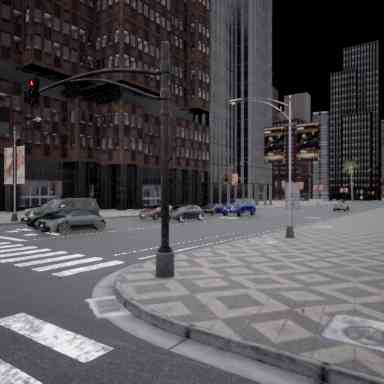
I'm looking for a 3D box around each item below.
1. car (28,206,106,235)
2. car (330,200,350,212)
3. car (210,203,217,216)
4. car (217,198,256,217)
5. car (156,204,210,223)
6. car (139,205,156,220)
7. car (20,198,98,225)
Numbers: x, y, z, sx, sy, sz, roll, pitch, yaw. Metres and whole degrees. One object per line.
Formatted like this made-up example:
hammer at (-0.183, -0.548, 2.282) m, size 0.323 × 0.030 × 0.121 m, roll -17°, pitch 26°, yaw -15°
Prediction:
car at (-7.416, 1.772, 20.589) m, size 1.994 × 1.385 × 4.181 m, roll 0°, pitch -1°, yaw 35°
car at (24.169, 2.430, 53.704) m, size 2.033 × 1.411 × 5.357 m, roll 0°, pitch -1°, yaw 34°
car at (2.773, 2.075, 40.648) m, size 2.033 × 1.411 × 5.357 m, roll 0°, pitch -1°, yaw 35°
car at (5.587, 1.757, 38.990) m, size 2.150 × 2.045 × 5.566 m, roll 0°, pitch -1°, yaw 35°
car at (-0.740, 1.881, 30.042) m, size 1.837 × 1.490 × 4.892 m, roll 0°, pitch -1°, yaw 35°
car at (-3.105, 1.904, 32.348) m, size 1.812 × 1.442 × 4.674 m, roll 0°, pitch -1°, yaw 35°
car at (-9.150, 1.450, 23.768) m, size 2.150 × 2.045 × 5.566 m, roll 0°, pitch -1°, yaw 35°
